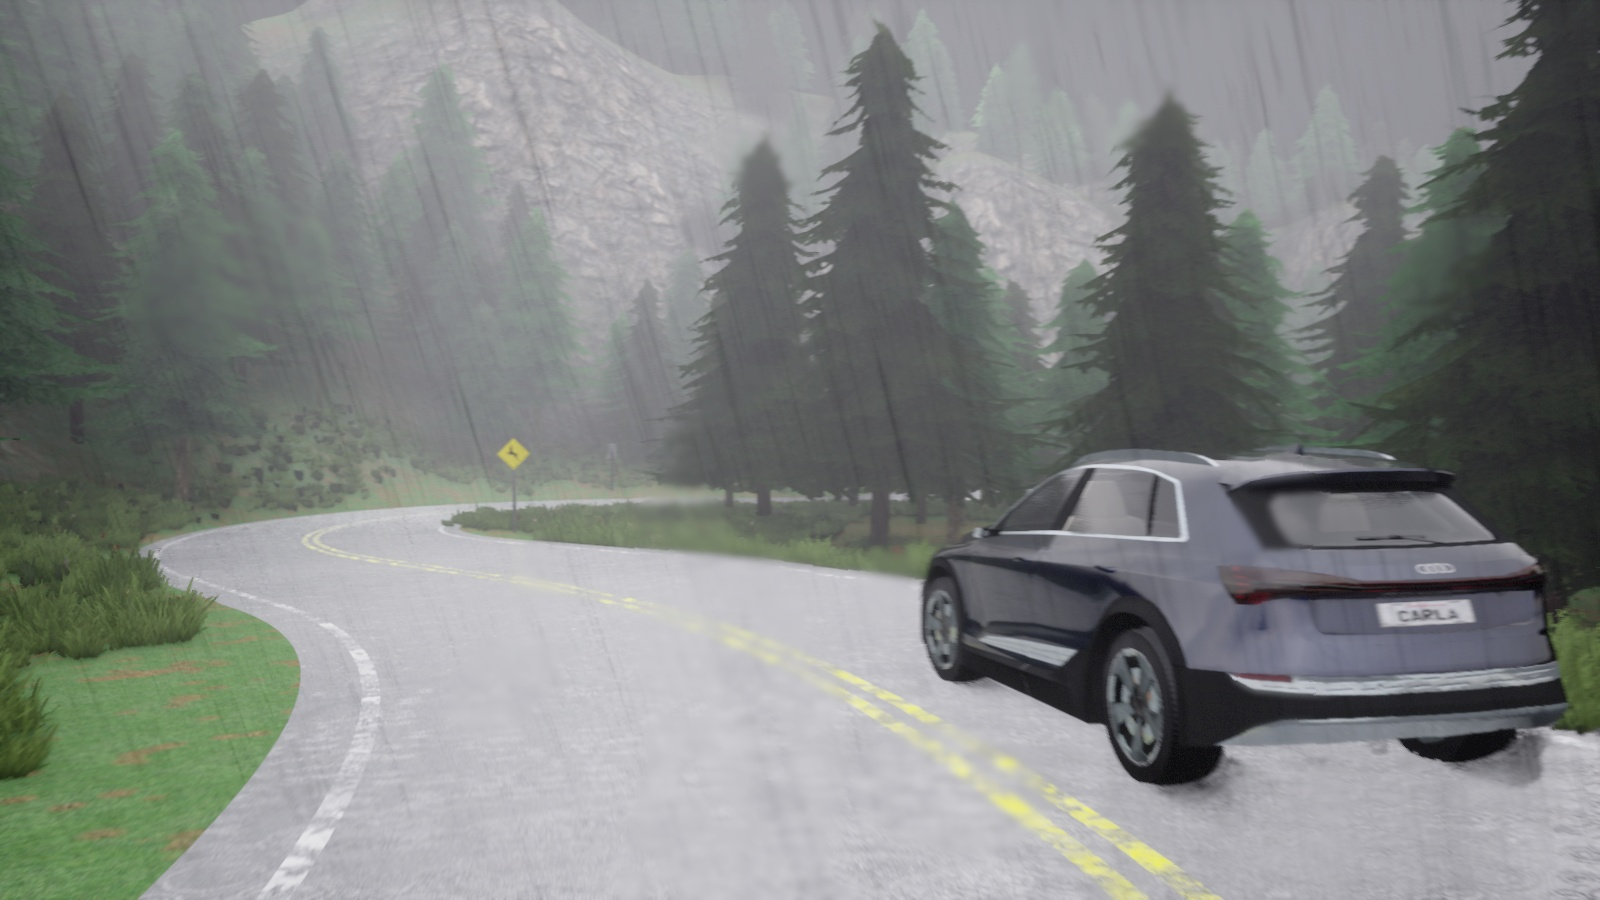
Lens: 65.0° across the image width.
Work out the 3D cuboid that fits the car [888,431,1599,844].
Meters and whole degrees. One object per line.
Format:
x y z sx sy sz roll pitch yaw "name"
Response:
2.230 0.787 7.704 2.033 1.649 4.856 -1 0 -12 "car"
